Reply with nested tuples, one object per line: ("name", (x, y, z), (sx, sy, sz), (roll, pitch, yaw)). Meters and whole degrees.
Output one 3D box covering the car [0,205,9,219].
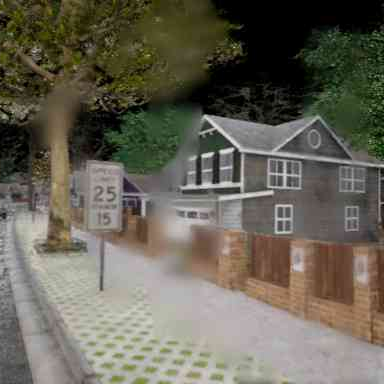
("car", (-20.887, 2.097, 35.696), (2.128, 1.511, 4.902), (2, -2, -27))
